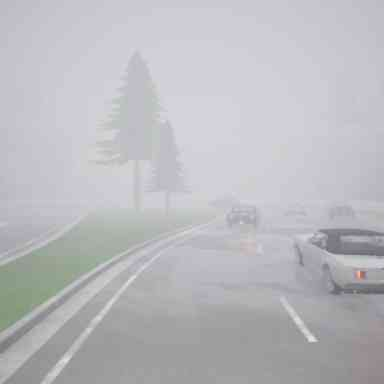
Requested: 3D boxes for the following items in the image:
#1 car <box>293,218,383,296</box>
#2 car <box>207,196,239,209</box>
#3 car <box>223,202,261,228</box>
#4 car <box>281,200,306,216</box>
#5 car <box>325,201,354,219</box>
[{"bbox_3d":[3.968,1.585,8.490,1.895,1.301,4.718,0,0,5],"label":"car"},{"bbox_3d":[3.766,1.271,40.491,2.097,1.767,4.553,0,0,-34],"label":"car"},{"bbox_3d":[3.564,1.557,22.179,1.895,1.301,4.718,0,0,15],"label":"car"},{"bbox_3d":[9.631,1.466,31.638,1.812,1.442,4.674,0,0,10],"label":"car"},{"bbox_3d":[12.456,1.474,28.193,1.812,1.442,4.674,0,0,15],"label":"car"}]
